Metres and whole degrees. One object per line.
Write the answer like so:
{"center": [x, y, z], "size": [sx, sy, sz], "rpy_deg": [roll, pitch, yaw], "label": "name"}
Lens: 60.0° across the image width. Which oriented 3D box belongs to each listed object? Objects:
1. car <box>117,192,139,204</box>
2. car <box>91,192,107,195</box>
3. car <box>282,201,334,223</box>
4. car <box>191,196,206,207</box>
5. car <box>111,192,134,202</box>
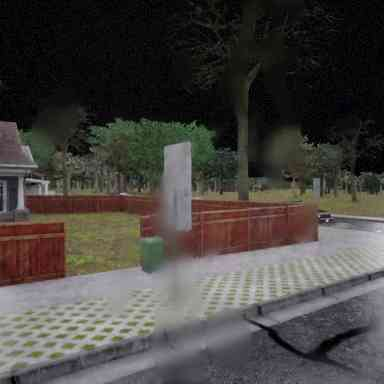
{"center": [-7.760, 0.963, 42.955], "size": [2.033, 1.411, 5.357], "rpy_deg": [0, 1, -36], "label": "car"}
{"center": [-16.814, 0.694, 60.426], "size": [1.895, 1.301, 4.718], "rpy_deg": [0, 1, -36], "label": "car"}
{"center": [6.838, 1.349, 22.786], "size": [2.033, 1.411, 5.357], "rpy_deg": [0, 1, -36], "label": "car"}
{"center": [0.621, 1.164, 31.369], "size": [1.812, 1.442, 4.674], "rpy_deg": [0, 1, -36], "label": "car"}
{"center": [-10.928, 0.780, 52.315], "size": [1.812, 1.442, 4.674], "rpy_deg": [0, 1, -36], "label": "car"}
